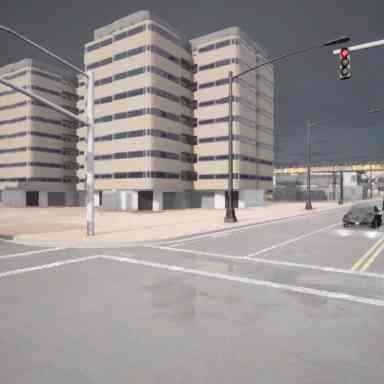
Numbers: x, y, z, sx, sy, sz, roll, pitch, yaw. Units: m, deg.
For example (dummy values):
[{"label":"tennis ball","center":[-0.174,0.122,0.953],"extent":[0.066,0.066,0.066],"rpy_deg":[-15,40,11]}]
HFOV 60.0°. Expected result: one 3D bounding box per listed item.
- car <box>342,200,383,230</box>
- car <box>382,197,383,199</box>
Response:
[{"label":"car","center":[11.066,1.554,21.489],"extent":[1.837,1.490,4.892],"rpy_deg":[0,0,35]},{"label":"car","center":[25.186,1.183,41.441],"extent":[2.150,2.045,5.566],"rpy_deg":[0,0,35]}]
